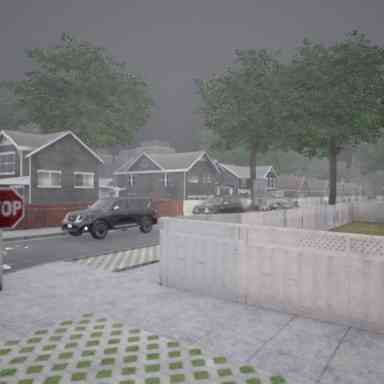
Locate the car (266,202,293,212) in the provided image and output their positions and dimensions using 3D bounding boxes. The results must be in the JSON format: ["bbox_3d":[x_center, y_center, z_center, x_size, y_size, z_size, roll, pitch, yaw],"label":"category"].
[{"bbox_3d":[10.076,1.790,38.293,1.994,1.385,4.181,0,0,36],"label":"car"}]

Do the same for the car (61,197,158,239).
[{"bbox_3d":[-4.264,1.294,18.233,2.150,2.045,5.566,0,0,36],"label":"car"}]

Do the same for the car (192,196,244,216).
[{"bbox_3d":[2.259,1.364,27.374,2.150,2.045,5.566,0,-1,36],"label":"car"}]
